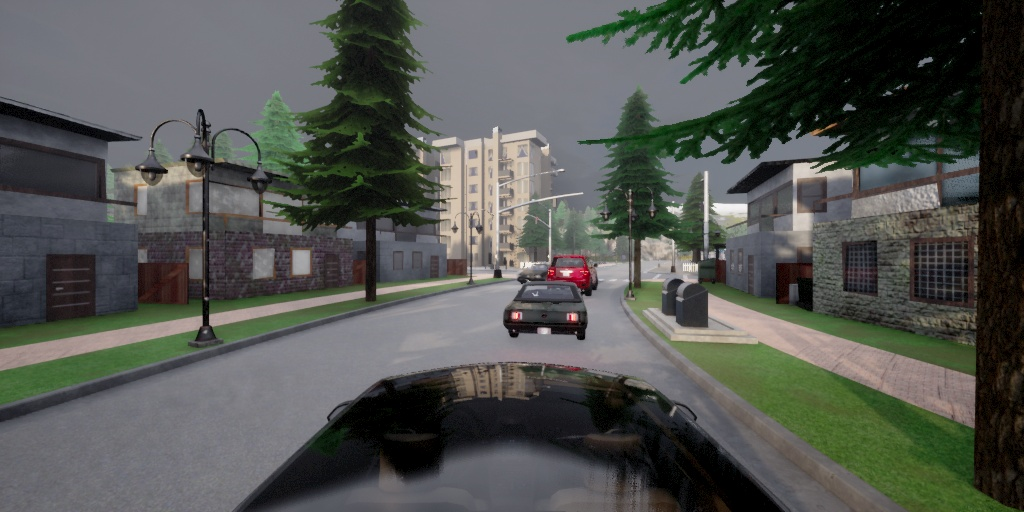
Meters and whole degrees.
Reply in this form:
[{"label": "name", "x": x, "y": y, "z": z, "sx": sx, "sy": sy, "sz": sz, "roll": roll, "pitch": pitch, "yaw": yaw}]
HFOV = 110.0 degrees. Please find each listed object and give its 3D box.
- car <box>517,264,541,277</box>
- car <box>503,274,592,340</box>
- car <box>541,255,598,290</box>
[{"label": "car", "x": 2.121, "y": 1.297, "z": 26.600, "sx": 2.033, "sy": 1.411, "sz": 5.357, "roll": 0, "pitch": 0, "yaw": 24}, {"label": "car", "x": 1.076, "y": 1.351, "z": 10.025, "sx": 1.895, "sy": 1.301, "sz": 4.718, "roll": 0, "pitch": 0, "yaw": 9}, {"label": "car", "x": 3.379, "y": 0.971, "z": 19.519, "sx": 2.150, "sy": 2.045, "sz": 5.566, "roll": 0, "pitch": 0, "yaw": 18}]
